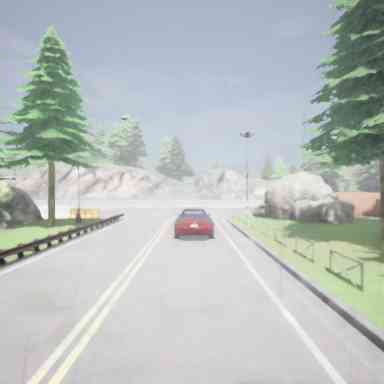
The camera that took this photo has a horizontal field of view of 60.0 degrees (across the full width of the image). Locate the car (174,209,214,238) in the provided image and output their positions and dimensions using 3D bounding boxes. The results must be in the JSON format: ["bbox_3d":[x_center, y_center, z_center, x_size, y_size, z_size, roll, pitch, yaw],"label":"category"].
[{"bbox_3d":[0.102,1.570,17.684,1.994,1.385,4.181,0,0,0],"label":"car"}]
